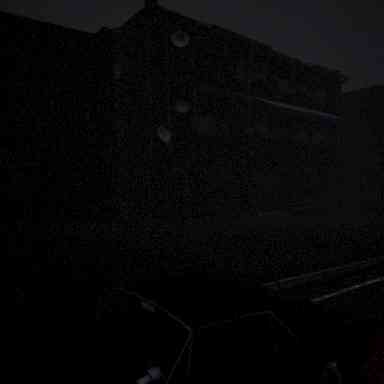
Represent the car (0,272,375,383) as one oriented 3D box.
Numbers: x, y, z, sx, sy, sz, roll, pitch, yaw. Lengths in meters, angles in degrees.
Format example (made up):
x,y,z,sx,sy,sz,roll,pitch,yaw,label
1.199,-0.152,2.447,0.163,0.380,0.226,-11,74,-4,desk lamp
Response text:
x,y,z,sx,sy,sz,roll,pitch,yaw,label
-0.300,1.613,3.154,4.718,1.301,1.895,1,0,-36,car
